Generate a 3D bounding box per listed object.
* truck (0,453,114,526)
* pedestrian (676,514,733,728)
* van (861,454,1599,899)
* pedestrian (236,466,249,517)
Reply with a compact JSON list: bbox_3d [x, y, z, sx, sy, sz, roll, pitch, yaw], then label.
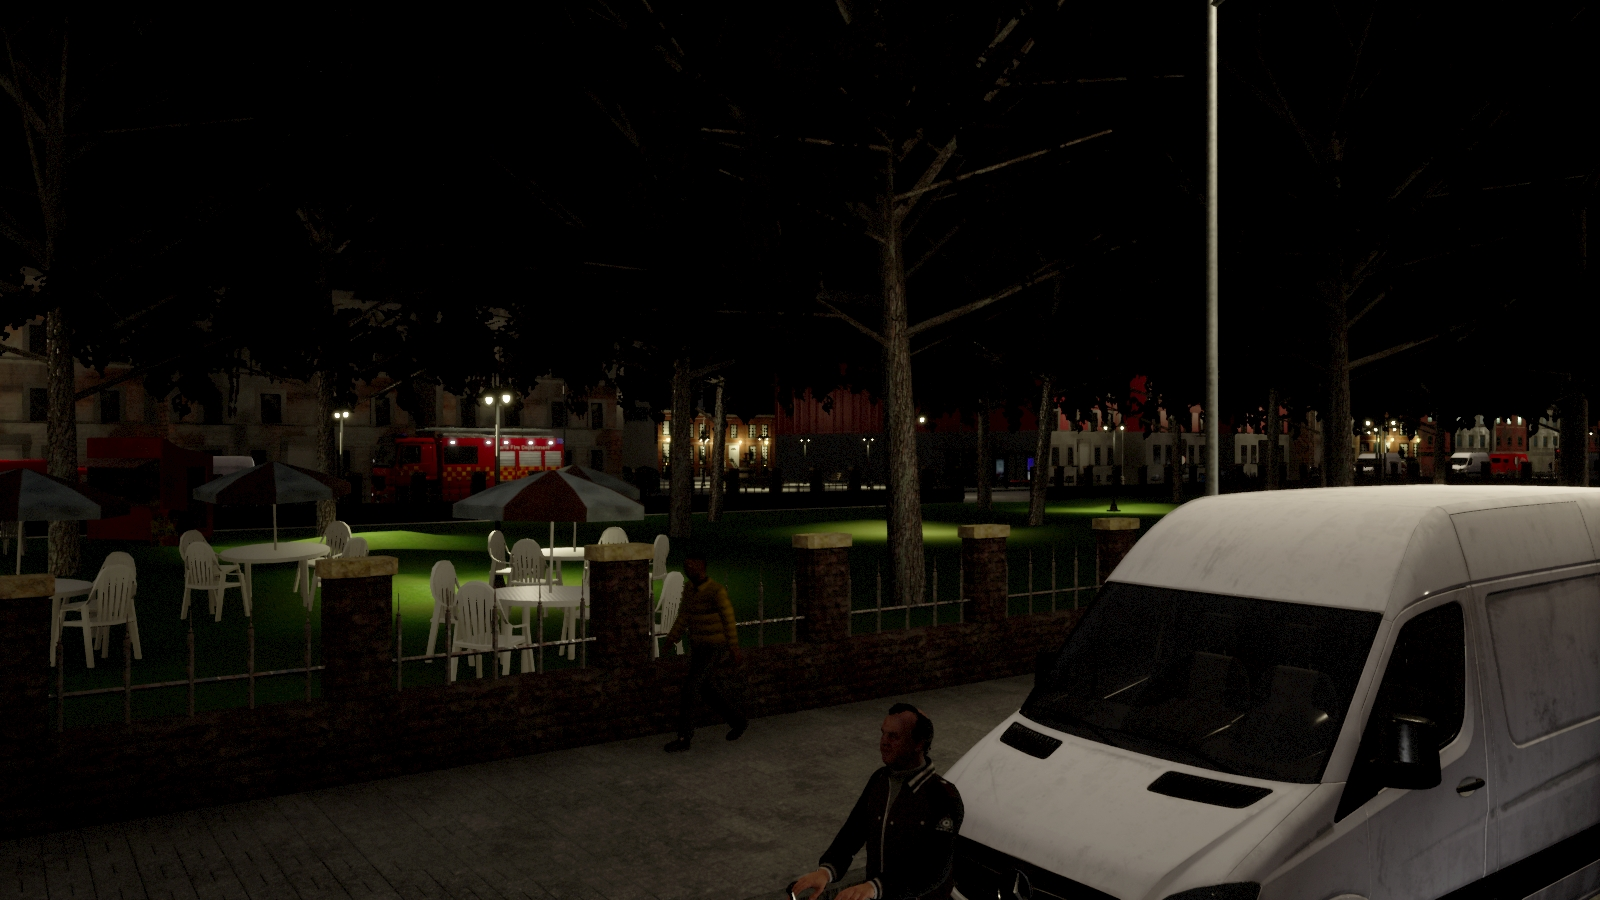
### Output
[{"bbox_3d":[-27.435,1.357,40.458,5.204,2.467,2.627,-1,0,-35],"label":"truck"},{"bbox_3d":[-0.863,1.525,10.350,0.375,1.860,0.375,0,0,-36],"label":"pedestrian"},{"bbox_3d":[3.302,1.314,6.746,5.915,2.561,1.988,0,0,-35],"label":"van"},{"bbox_3d":[-20.539,1.525,42.090,0.375,1.860,0.375,0,0,-18],"label":"pedestrian"}]
